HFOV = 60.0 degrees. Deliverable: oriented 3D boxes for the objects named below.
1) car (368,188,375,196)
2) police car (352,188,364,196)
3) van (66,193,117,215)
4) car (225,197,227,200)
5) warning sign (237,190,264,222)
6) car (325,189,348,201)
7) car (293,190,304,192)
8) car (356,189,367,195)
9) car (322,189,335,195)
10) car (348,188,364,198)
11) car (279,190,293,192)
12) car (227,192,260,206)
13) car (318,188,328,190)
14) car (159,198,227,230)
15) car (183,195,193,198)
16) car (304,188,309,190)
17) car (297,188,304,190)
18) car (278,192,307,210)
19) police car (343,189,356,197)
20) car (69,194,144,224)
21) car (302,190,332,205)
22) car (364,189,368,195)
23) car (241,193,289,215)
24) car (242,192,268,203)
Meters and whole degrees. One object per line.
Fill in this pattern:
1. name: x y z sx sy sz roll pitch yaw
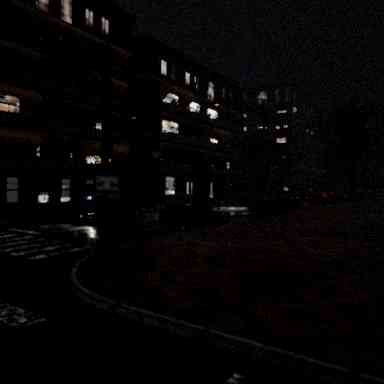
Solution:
1. car: 41.124 0.015 78.509 1.967 1.590 4.097 2 2 35
2. police car: 39.954 -0.035 80.102 1.930 1.638 5.238 1 1 34
3. van: -6.966 0.933 23.746 1.690 1.788 3.998 2 2 35
4. car: 5.708 0.805 42.069 1.947 1.339 4.313 2 2 35
5. warning sign: 3.539 0.805 20.070 1.300 1.860 1.060 0 0 35
6. car: 22.204 0.614 51.177 1.752 1.417 4.829 2 2 35
7. car: 16.273 0.758 47.184 1.895 1.301 4.718 1 1 35
8. car: 43.367 -0.045 84.919 1.837 1.490 4.892 1 1 35
9. car: 34.233 0.006 83.280 1.887 1.381 4.507 2 2 35
10. car: 31.616 0.383 64.775 2.008 1.369 4.403 2 2 35
11. car: 15.216 0.544 55.807 1.947 1.339 4.313 2 2 35
12. car: 6.271 0.919 38.335 1.895 1.301 4.718 1 1 35
13. car: 22.080 0.476 55.575 1.882 1.535 5.008 1 1 35
14. car: -0.079 1.271 18.985 1.947 1.339 4.313 2 2 35
15. car: 0.144 0.965 29.491 1.882 1.535 5.008 1 2 34
16. car: 21.559 0.120 64.957 2.192 1.841 5.009 2 2 35
17. car: 18.289 0.419 60.244 1.752 1.417 4.829 2 2 35
18. car: 9.429 0.991 32.721 2.008 1.369 4.403 2 2 35
19. police car: 34.141 0.116 71.964 1.930 1.638 5.238 1 1 32
20. car: -5.216 1.141 21.757 1.837 1.490 4.892 1 2 35
21. car: 15.768 0.816 41.879 2.008 1.369 4.403 2 2 35
22. car: 34.784 0.297 69.353 2.008 1.369 4.403 2 2 35
23. car: 6.259 1.073 28.141 1.887 1.381 4.507 2 2 35
24. car: 8.878 0.703 46.648 2.008 1.369 4.403 2 2 35
